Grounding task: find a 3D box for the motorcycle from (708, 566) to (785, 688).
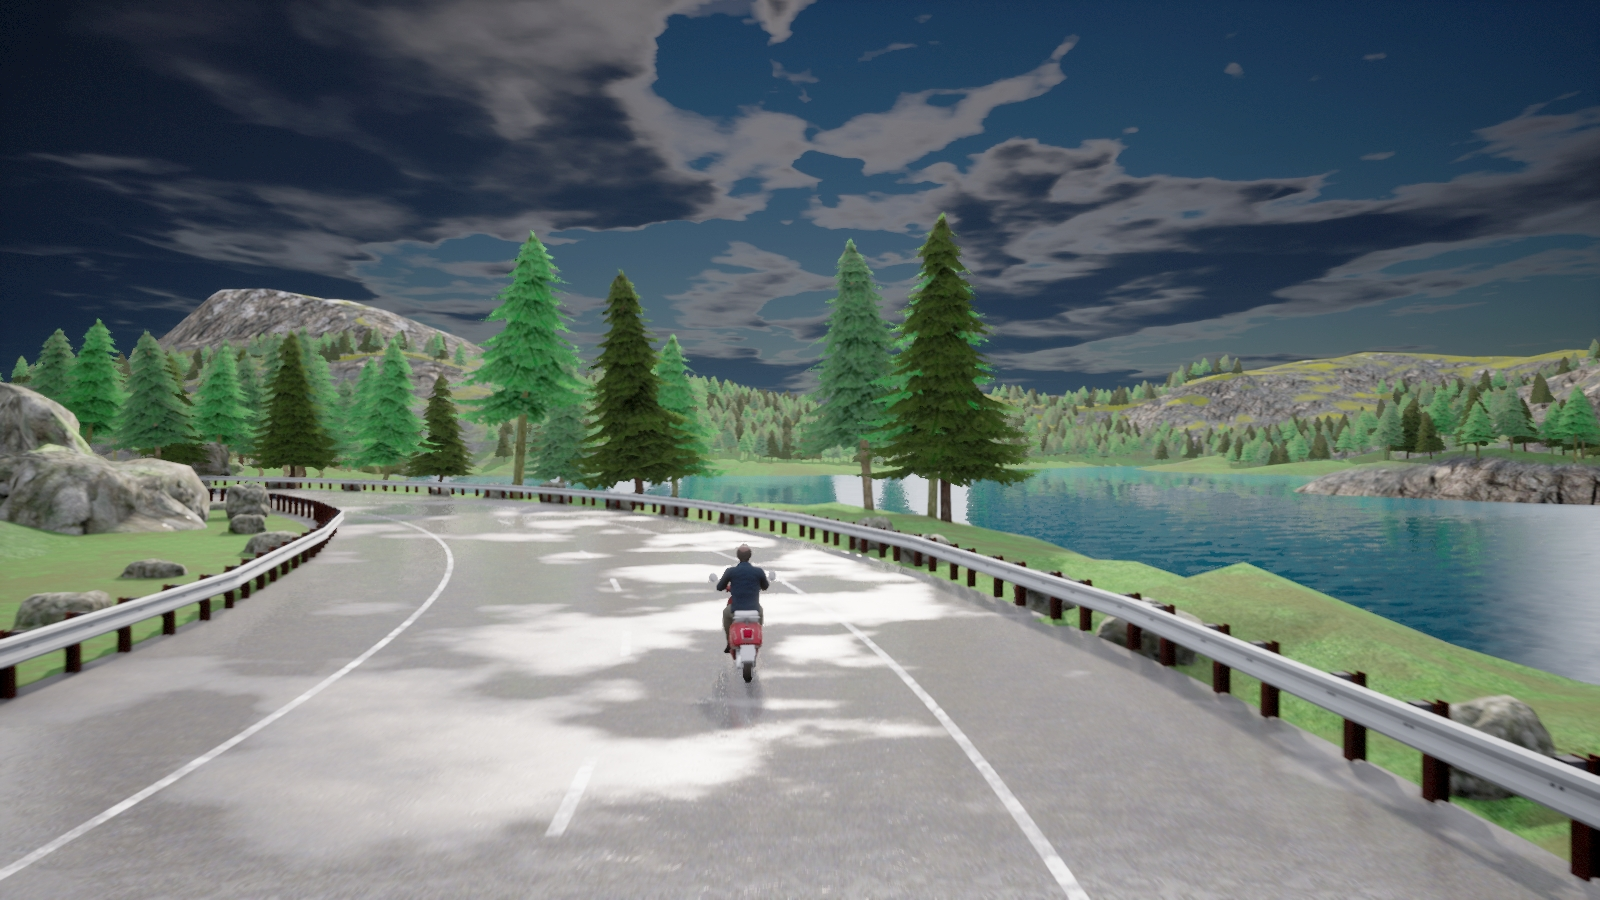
[{"bbox_3d":[-0.705,2.182,14.398,0.856,1.236,1.805,0,0,-6],"label":"motorcycle"}]
